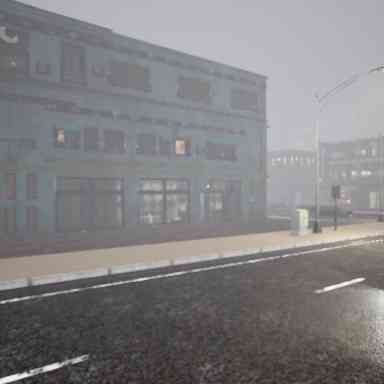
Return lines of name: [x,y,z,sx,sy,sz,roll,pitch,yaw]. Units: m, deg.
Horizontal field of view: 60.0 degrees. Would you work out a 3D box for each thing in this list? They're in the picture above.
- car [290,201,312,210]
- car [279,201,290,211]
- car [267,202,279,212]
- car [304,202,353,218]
car: [16.337,1.997,45.904,2.008,1.369,4.403,-1,0,-35]
car: [13.134,2.091,50.419,1.802,1.307,4.206,-1,0,-35]
car: [8.845,1.752,46.475,2.150,2.045,5.566,0,0,-35]
car: [14.229,1.962,34.180,1.947,1.339,4.313,-1,0,-35]
